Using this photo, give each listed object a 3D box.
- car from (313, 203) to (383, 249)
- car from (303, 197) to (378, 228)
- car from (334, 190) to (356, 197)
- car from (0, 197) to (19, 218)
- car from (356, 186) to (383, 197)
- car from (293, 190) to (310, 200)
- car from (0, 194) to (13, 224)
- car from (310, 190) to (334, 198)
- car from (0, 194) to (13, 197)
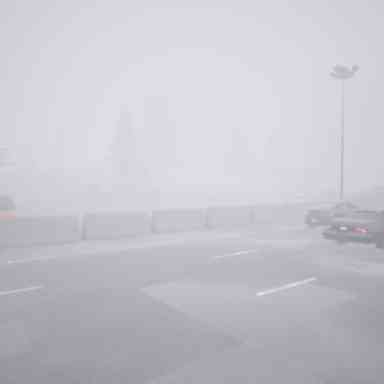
[{"bbox_3d":[7.462,1.304,13.373,5.357,1.411,2.033,-1,1,-36],"label":"car"},{"bbox_3d":[8.012,1.214,18.065,4.674,1.442,1.812,-2,1,-35],"label":"car"},{"bbox_3d":[21.760,0.565,45.266,4.181,1.385,1.994,-2,1,-35],"label":"car"},{"bbox_3d":[-11.520,1.342,17.268,4.553,1.767,2.097,-1,1,-35],"label":"car"},{"bbox_3d":[23.821,0.219,42.436,5.566,2.045,2.150,-2,1,-35],"label":"car"},{"bbox_3d":[17.543,0.484,50.848,5.008,1.535,1.882,-2,1,-35],"label":"car"},{"bbox_3d":[-15.619,1.211,22.944,5.566,2.045,2.150,-1,1,-35],"label":"car"},{"bbox_3d":[19.680,0.506,48.077,4.892,1.490,1.837,-2,1,-35],"label":"car"},{"bbox_3d":[-13.587,1.211,20.094,5.566,2.045,2.150,-1,1,-35],"label":"car"}]
